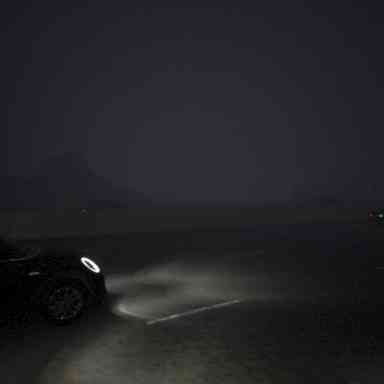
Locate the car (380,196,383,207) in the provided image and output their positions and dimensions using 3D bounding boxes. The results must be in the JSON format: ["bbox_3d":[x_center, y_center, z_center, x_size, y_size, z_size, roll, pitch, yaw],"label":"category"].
[{"bbox_3d":[29.165,1.302,46.610,4.902,1.511,2.128,0,1,-20],"label":"car"}]

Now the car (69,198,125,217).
[{"bbox_3d":[-7.976,1.222,28.036,4.181,1.385,1.994,0,1,-33],"label":"car"}]

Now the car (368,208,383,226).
[{"bbox_3d":[13.406,1.462,20.749,5.357,1.411,2.033,0,1,-26],"label":"car"}]

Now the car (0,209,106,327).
[{"bbox_3d":[-3.764,1.263,5.374,4.553,1.767,2.097,0,1,-36],"label":"car"}]
